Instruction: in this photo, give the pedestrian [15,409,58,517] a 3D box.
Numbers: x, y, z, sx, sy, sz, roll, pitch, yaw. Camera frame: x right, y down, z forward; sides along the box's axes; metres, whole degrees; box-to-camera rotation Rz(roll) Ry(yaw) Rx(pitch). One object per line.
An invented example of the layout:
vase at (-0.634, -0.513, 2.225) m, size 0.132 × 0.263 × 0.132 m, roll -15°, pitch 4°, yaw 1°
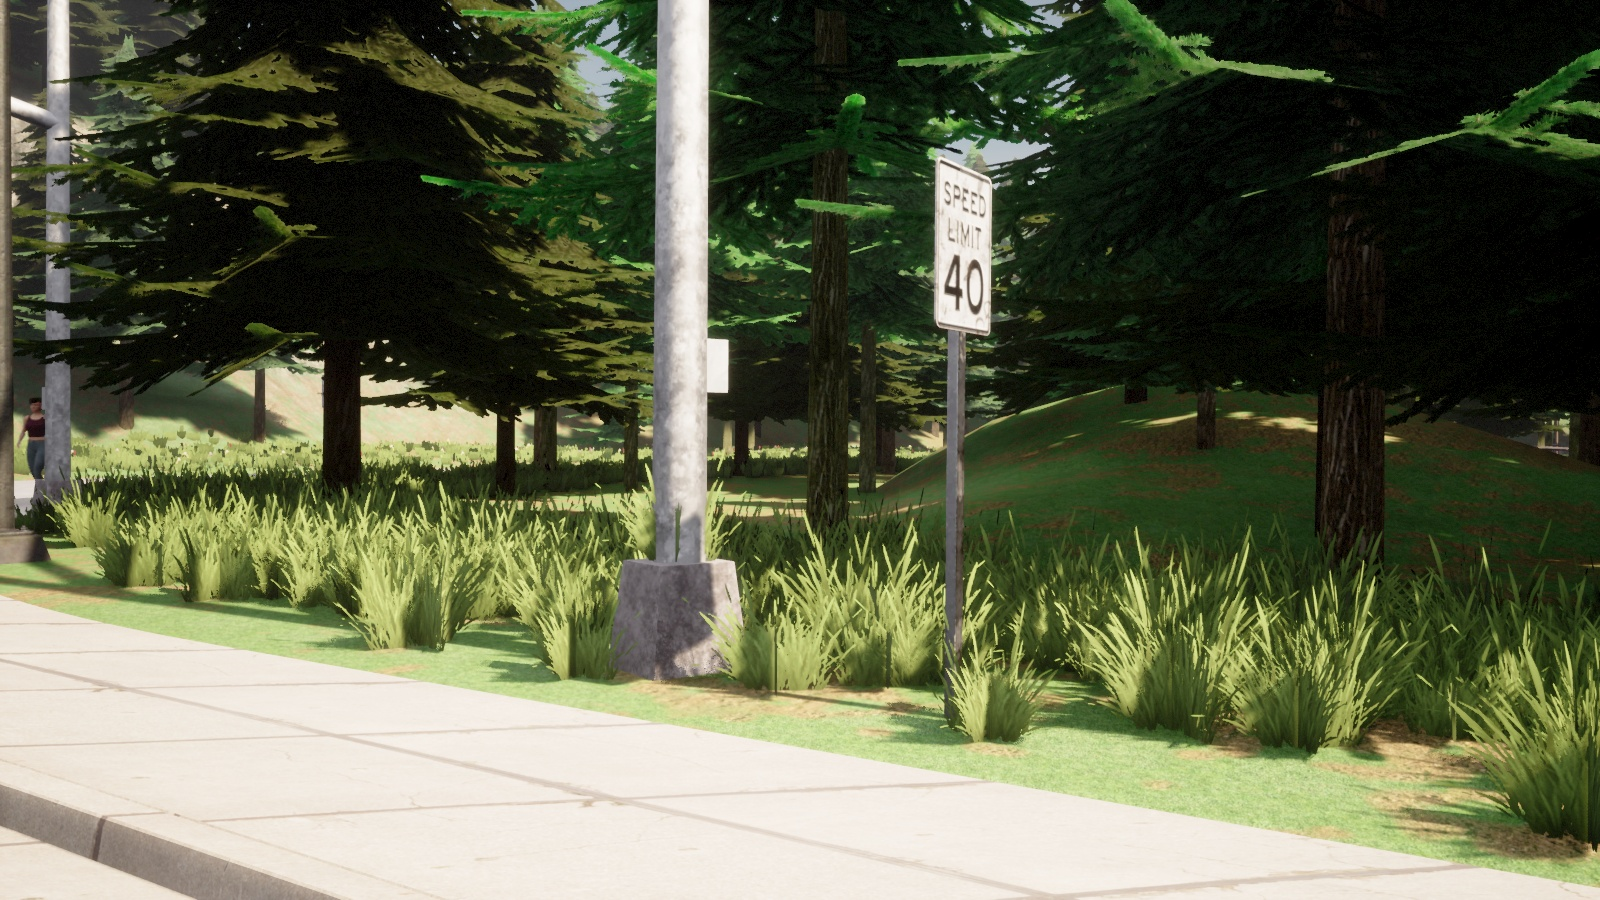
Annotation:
pedestrian at (-13.143, 0.217, 21.634) m, size 0.345 × 1.836 × 0.594 m, roll -1°, pitch 1°, yaw 0°
